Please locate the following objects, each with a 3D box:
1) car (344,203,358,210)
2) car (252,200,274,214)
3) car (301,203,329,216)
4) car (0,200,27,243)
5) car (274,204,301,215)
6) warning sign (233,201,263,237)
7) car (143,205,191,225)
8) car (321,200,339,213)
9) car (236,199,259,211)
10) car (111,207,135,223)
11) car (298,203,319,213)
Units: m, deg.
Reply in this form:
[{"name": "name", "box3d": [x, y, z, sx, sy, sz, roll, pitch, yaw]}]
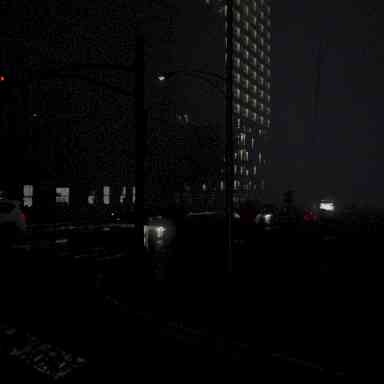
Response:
[{"name": "car", "box3d": [31.480, 2.837, 65.732, 1.812, 1.442, 4.674, 0, -1, 33]}, {"name": "car", "box3d": [10.881, 2.351, 47.986, 1.837, 1.490, 4.892, 0, -1, 33]}, {"name": "car", "box3d": [16.496, 2.456, 44.519, 1.895, 1.301, 4.718, 0, -1, 33]}, {"name": "car", "box3d": [-10.434, 1.348, 15.014, 2.150, 2.045, 5.566, 1, -1, 33]}, {"name": "car", "box3d": [13.630, 2.394, 46.075, 2.033, 1.411, 5.357, 0, -1, 33]}, {"name": "warning sign", "box3d": [3.109, 1.454, 18.570, 1.300, 1.860, 1.060, 1, 1, 33]}, {"name": "car", "box3d": [-1.935, 1.928, 28.214, 1.837, 1.490, 4.892, 0, -1, 33]}, {"name": "car", "box3d": [21.914, 2.254, 53.003, 2.150, 2.045, 5.566, 0, -1, 33]}, {"name": "car", "box3d": [8.675, 2.081, 50.545, 2.150, 2.045, 5.566, 0, -1, 33]}, {"name": "car", "box3d": [-4.944, 2.012, 29.548, 1.895, 1.301, 4.718, 0, -1, 33]}, {"name": "car", "box3d": [19.164, 2.576, 54.737, 2.033, 1.411, 5.357, 0, -1, 33]}]
